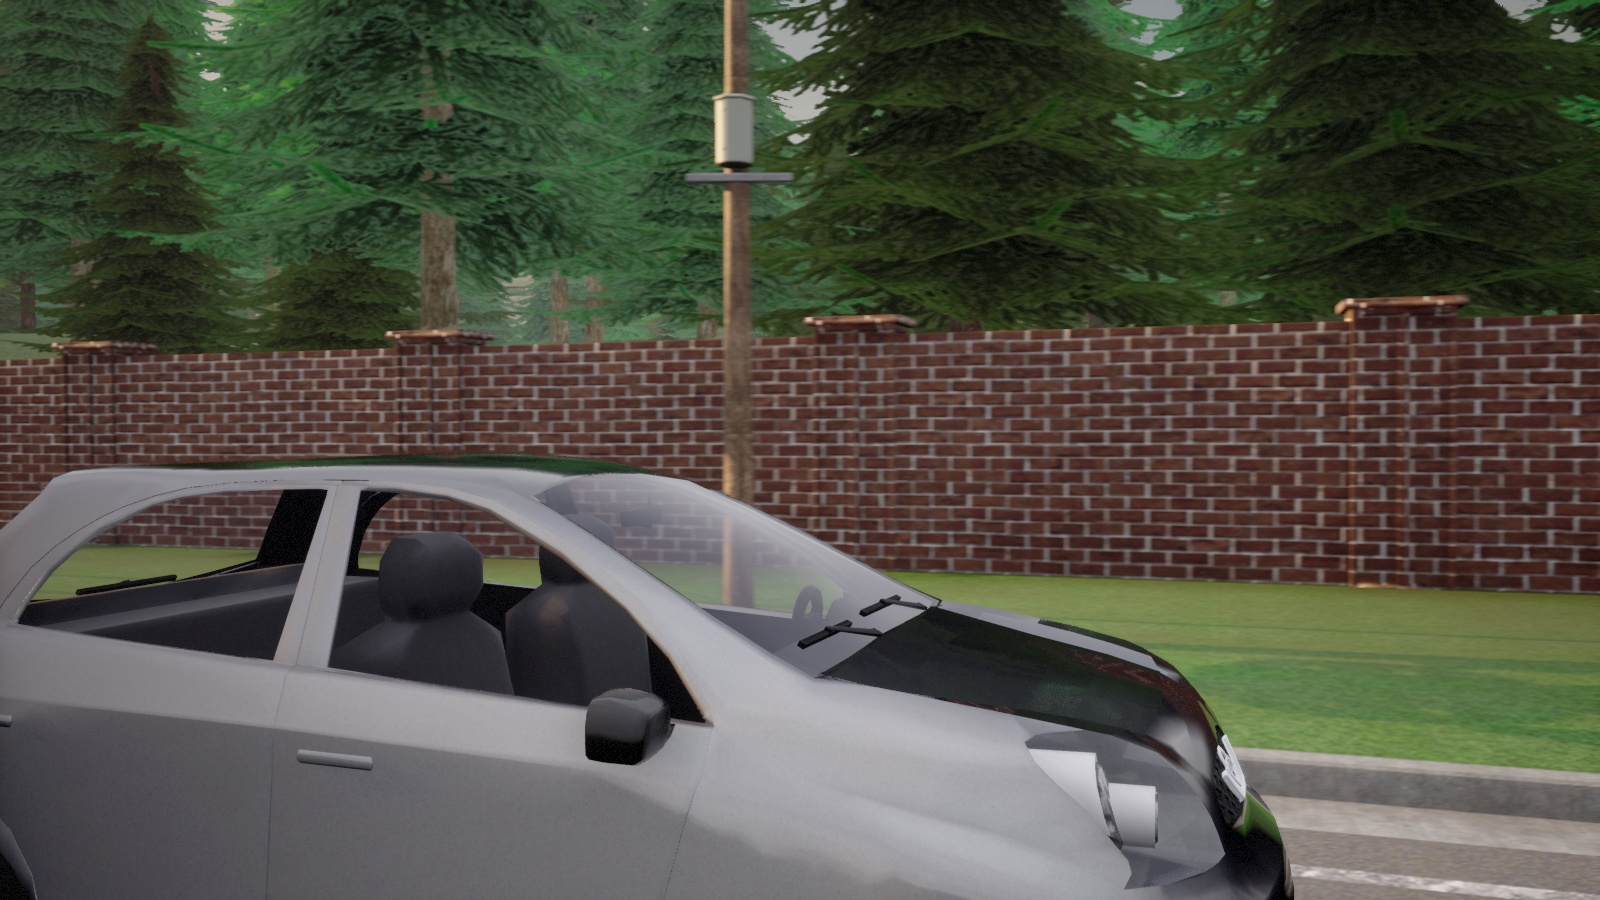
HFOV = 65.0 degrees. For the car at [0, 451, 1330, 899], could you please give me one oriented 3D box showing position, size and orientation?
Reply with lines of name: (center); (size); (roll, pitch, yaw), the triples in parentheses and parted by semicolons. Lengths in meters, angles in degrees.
car: (-0.614, 0.784, 3.400); (3.633, 1.501, 1.845); (1, 1, 19)
